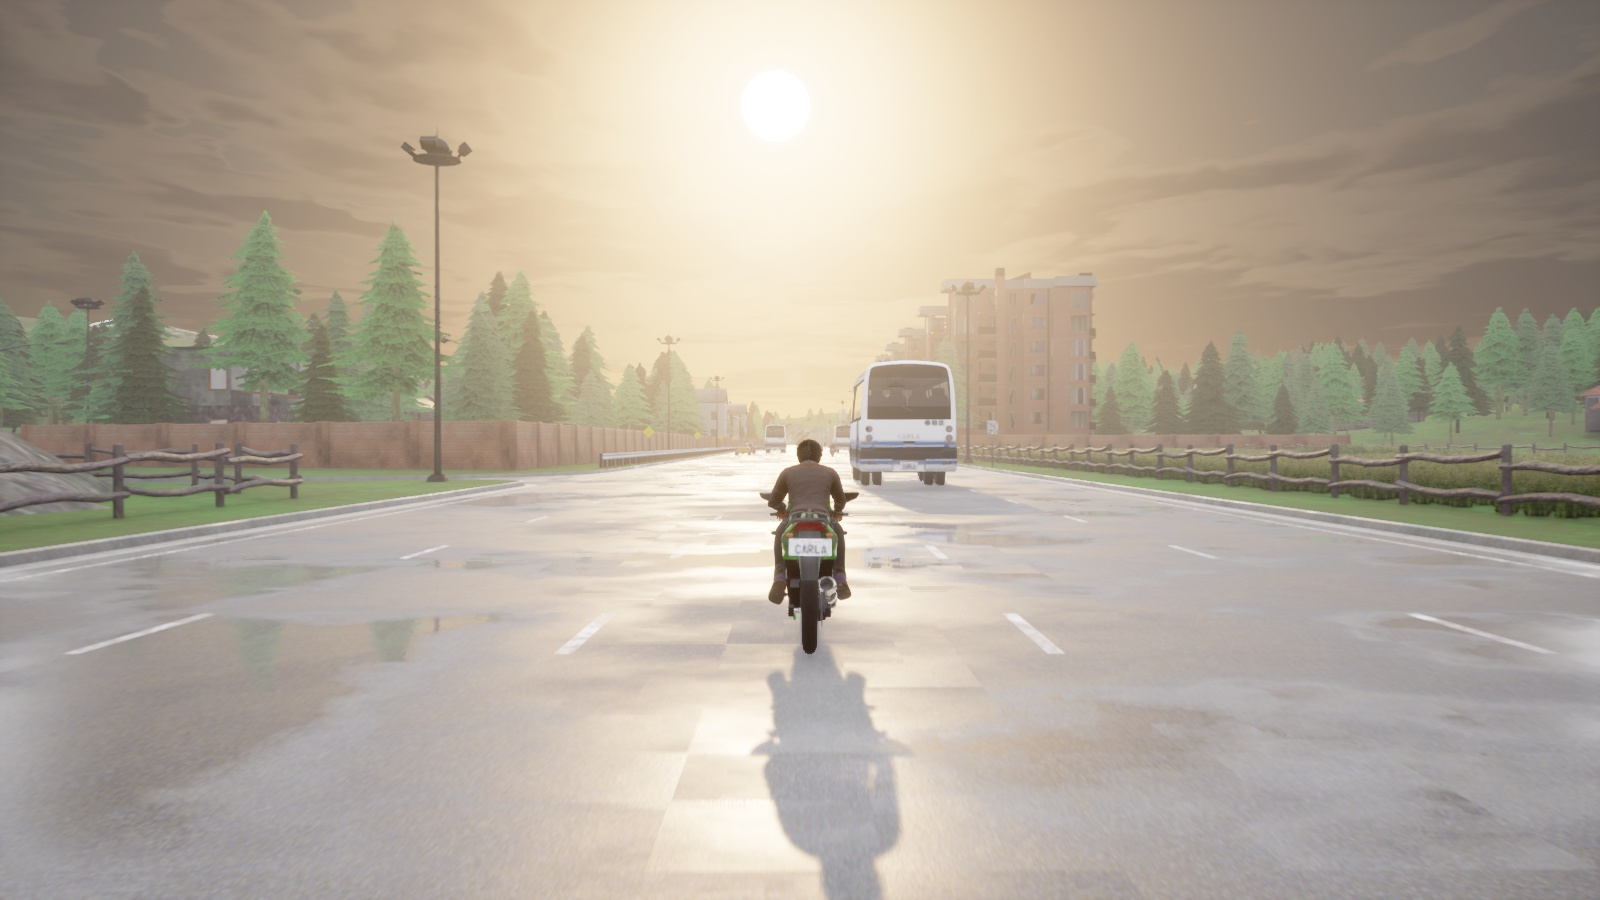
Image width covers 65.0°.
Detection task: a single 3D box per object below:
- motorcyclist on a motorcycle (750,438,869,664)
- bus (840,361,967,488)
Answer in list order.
[{"bbox_3d":[0.069,0.675,9.487,0.797,1.523,2.044,0,0,0],"label":"motorcyclist on a motorcycle"},{"bbox_3d":[3.629,-0.893,47.180,3.944,4.253,10.273,0,0,0],"label":"bus"}]
